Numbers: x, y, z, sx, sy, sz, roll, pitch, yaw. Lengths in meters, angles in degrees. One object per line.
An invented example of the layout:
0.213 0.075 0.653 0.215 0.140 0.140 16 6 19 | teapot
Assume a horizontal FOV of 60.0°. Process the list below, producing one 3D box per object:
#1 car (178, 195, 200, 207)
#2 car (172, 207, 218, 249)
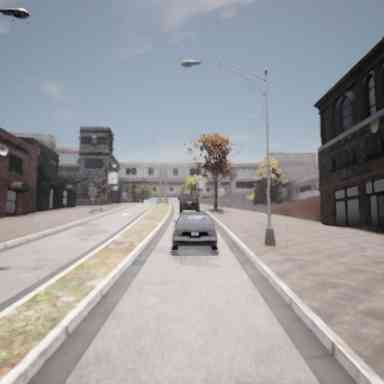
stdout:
-0.354 1.312 36.520 2.150 2.045 5.566 0 0 -2 | car
0.097 1.586 14.659 2.033 1.411 5.357 0 0 0 | car
